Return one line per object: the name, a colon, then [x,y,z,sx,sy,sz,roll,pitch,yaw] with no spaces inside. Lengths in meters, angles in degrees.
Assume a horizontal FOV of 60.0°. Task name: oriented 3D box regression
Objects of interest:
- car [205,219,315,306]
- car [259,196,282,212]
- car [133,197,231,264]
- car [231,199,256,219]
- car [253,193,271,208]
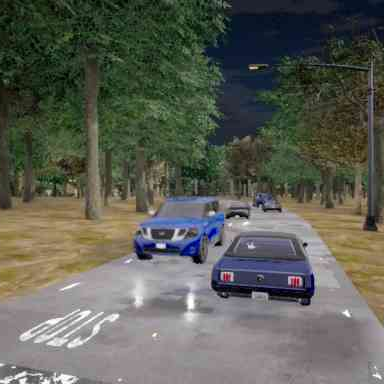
car: [1.858,1.603,8.168,1.895,1.301,4.718,0,0,16]
car: [9.019,1.536,37.776,1.994,1.385,4.181,0,0,8]
car: [-0.165,1.226,12.409,2.150,2.045,5.566,0,0,16]
car: [4.140,1.548,28.719,2.033,1.411,5.357,0,0,12]
car: [10.123,1.143,47.725,2.150,2.045,5.566,0,0,3]
